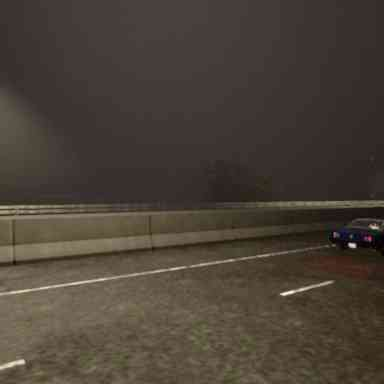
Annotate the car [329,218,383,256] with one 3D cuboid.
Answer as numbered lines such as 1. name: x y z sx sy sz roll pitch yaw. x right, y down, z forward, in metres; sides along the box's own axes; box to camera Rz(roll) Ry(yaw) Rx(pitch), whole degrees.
1. car: 7.819 1.733 13.737 4.718 1.301 1.895 1 0 -35
